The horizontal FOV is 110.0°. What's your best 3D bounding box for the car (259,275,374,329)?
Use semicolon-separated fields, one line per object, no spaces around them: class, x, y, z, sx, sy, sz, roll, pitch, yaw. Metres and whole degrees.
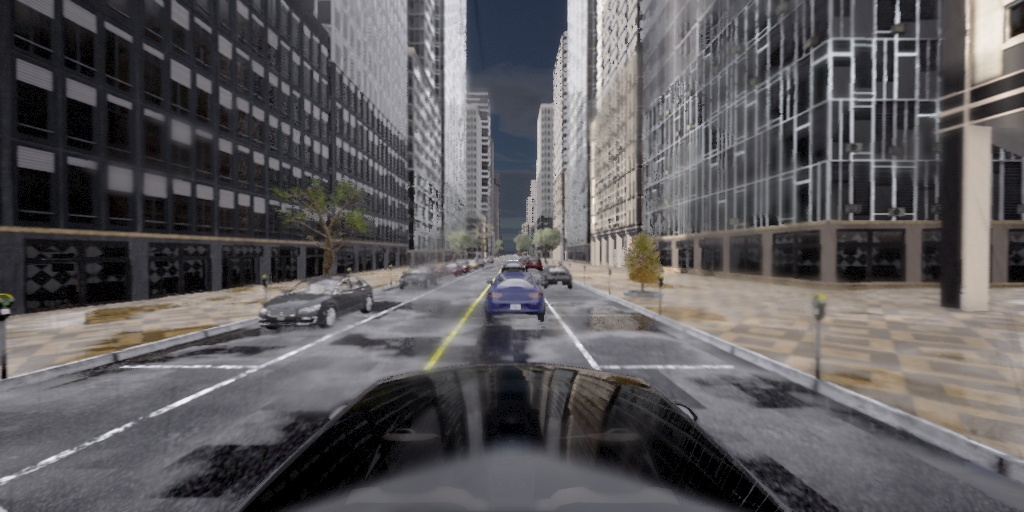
car;-5.692;1.285;11.019;2.007;1.370;4.403;0;0;0

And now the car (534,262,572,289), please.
car;2.689;1.267;22.386;2.007;1.370;4.403;0;0;0

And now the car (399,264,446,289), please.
car;-5.692;1.267;22.386;2.007;1.370;4.403;0;0;0

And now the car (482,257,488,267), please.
car;-5.692;1.216;62.172;1.948;1.339;4.313;0;0;0

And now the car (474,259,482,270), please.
car;-5.692;1.195;50.635;1.751;1.417;4.829;0;0;0

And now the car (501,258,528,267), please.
car;0.102;1.183;29.556;1.882;1.535;5.008;0;0;0

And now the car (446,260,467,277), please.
car;-5.692;1.280;33.753;1.802;1.307;4.207;0;0;0

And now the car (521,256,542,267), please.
car;2.689;0.994;45.121;2.192;1.841;5.009;0;0;0

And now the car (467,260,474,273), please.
car;-5.692;1.128;39.437;1.967;1.591;4.097;0;0;0

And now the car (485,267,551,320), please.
car;0.100;1.259;12.338;1.812;1.442;4.674;0;0;0
